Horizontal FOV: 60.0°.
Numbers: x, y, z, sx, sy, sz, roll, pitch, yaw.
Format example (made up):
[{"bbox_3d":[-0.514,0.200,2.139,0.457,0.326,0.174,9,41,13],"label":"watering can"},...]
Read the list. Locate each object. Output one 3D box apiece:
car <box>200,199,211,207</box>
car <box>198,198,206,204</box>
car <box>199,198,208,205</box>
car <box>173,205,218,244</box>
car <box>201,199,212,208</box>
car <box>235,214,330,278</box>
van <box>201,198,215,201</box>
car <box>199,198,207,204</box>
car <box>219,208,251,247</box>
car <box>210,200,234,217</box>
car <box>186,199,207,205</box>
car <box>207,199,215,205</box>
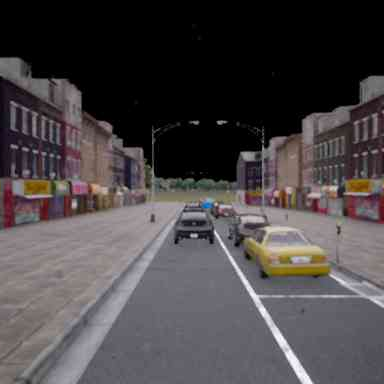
[{"bbox_3d":[2.614,2.117,65.453,1.947,1.339,4.313,-1,0,0],"label":"car"},{"bbox_3d":[2.611,2.293,87.582,2.008,1.369,4.403,-1,0,0],"label":"car"},{"bbox_3d":[2.612,2.173,76.688,1.752,1.417,4.829,-1,0,0],"label":"car"},{"bbox_3d":[0.095,1.645,16.741,1.837,1.490,4.892,0,0,0],"label":"car"},{"bbox_3d":[2.614,2.031,60.091,1.752,1.417,4.829,-1,0,0],"label":"car"},{"bbox_3d":[2.620,1.612,10.301,1.752,1.417,4.829,-1,0,0],"label":"car"},{"bbox_3d":[2.611,1.751,48.858,1.690,1.788,3.998,-1,0,0],"label":"van"},{"bbox_3d":[2.613,2.276,82.050,1.802,1.307,4.206,-1,0,0],"label":"car"},{"bbox_3d":[2.620,1.682,15.663,2.008,1.369,4.403,-1,0,0],"label":"car"},{"bbox_3d":[3.020,1.788,31.399,1.812,1.442,4.674,0,0,0],"label":"car"},{"bbox_3d":[0.093,1.770,33.339,2.128,1.511,4.902,0,0,0],"label":"car"},{"bbox_3d":[3.019,1.847,38.400,1.812,1.442,4.674,0,0,0],"label":"car"}]
